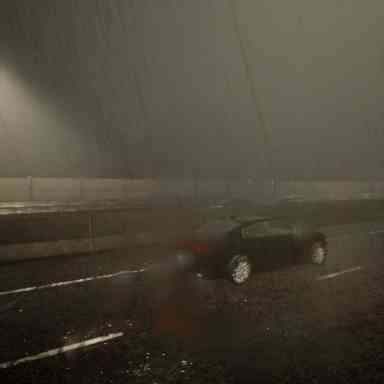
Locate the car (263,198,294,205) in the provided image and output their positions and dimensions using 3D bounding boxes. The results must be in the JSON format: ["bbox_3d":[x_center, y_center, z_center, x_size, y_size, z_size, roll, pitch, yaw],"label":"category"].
[{"bbox_3d":[8.449,1.276,31.505,4.181,1.385,1.994,-1,0,-35],"label":"car"}]

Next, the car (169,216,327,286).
[{"bbox_3d":[1.758,1.398,9.303,5.008,1.535,1.882,-1,1,-36],"label":"car"}]

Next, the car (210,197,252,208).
[{"bbox_3d":[3.866,1.273,32.540,4.674,1.442,1.812,-1,0,-35],"label":"car"}]

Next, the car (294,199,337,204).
[{"bbox_3d":[11.481,1.300,29.373,4.718,1.301,1.895,-1,0,-35],"label":"car"}]
